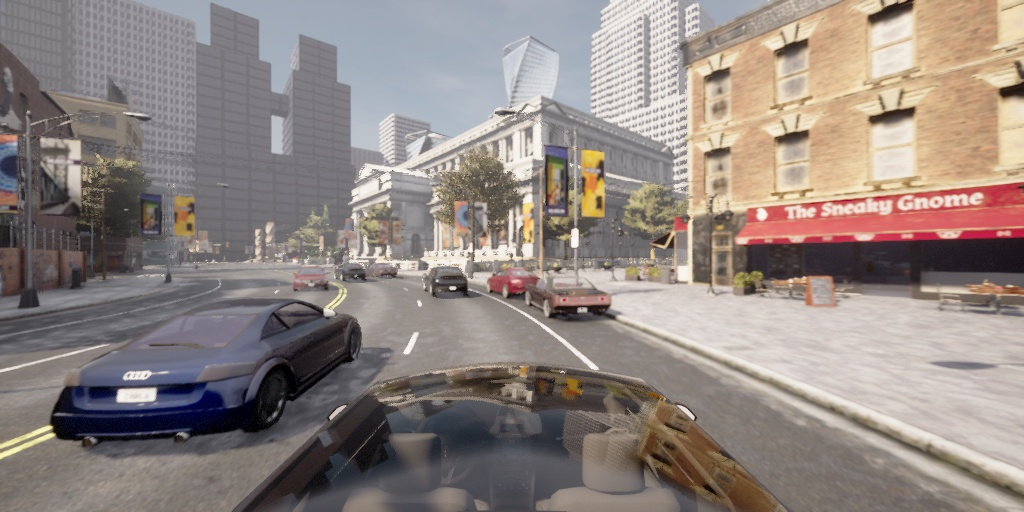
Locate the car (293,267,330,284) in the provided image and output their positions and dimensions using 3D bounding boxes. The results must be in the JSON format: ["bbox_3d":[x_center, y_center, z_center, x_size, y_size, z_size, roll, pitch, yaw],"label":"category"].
[{"bbox_3d":[-12.709,1.409,22.762,1.812,1.442,4.674,0,0,-29],"label":"car"}]

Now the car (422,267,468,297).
[{"bbox_3d":[-3.707,1.310,19.615,1.837,1.490,4.892,0,0,-20],"label":"car"}]

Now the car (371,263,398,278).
[{"bbox_3d":[-13.110,1.431,35.612,2.033,1.411,5.357,0,0,-39],"label":"car"}]

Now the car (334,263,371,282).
[{"bbox_3d":[-14.023,1.384,30.909,1.837,1.490,4.892,0,0,-36],"label":"car"}]

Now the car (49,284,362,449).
[{"bbox_3d":[-3.862,1.341,5.513,1.994,1.385,4.181,0,0,-5],"label":"car"}]
